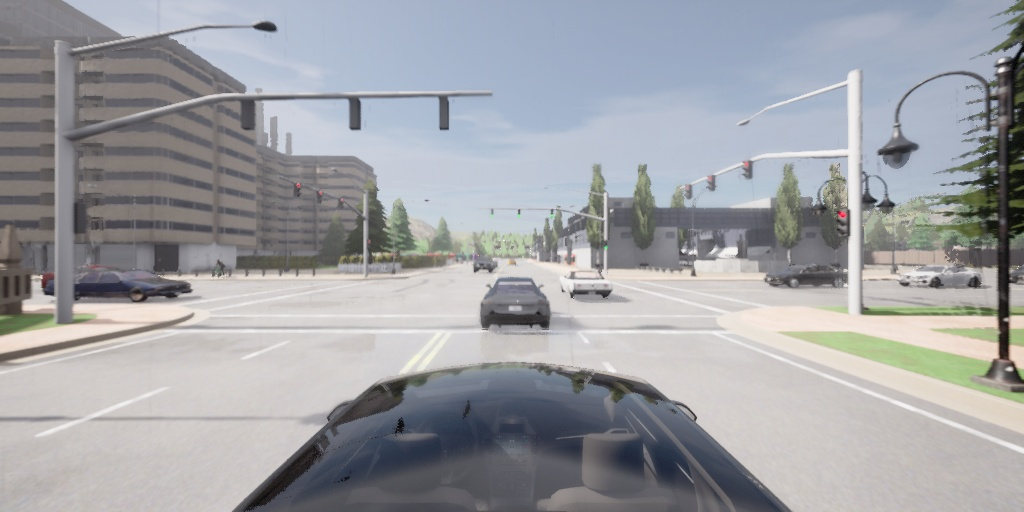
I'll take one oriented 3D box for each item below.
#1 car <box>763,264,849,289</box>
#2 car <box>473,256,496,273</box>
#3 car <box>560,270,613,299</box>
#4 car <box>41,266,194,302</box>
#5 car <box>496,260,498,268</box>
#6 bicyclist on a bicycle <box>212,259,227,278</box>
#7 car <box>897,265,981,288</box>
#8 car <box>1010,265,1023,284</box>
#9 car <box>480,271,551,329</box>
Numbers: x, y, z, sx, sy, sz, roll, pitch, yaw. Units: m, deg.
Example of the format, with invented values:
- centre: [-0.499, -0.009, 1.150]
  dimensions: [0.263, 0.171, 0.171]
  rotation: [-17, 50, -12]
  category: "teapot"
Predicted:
- centre: [19.089, 1.295, 23.345]
  dimensions: [4.892, 1.490, 1.837]
  rotation: [0, 0, -1]
  category: "car"
- centre: [-3.583, 1.051, 45.182]
  dimensions: [2.150, 2.045, 5.566]
  rotation: [0, 0, 1]
  category: "car"
- centre: [3.601, 1.381, 18.340]
  dimensions: [1.895, 1.301, 4.718]
  rotation: [0, 0, 0]
  category: "car"
- centre: [-17.965, 1.324, 16.472]
  dimensions: [5.357, 1.411, 2.033]
  rotation: [0, 0, 0]
  category: "car"
- centre: [-3.561, 1.412, 55.153]
  dimensions: [1.994, 1.385, 4.181]
  rotation: [0, 0, 0]
  category: "car"
- centre: [-25.246, 1.105, 30.961]
  dimensions: [0.582, 1.620, 1.656]
  rotation: [0, 0, 0]
  category: "bicyclist on a bicycle"
- centre: [28.311, 1.317, 23.786]
  dimensions: [4.674, 1.442, 1.812]
  rotation: [0, 0, -6]
  category: "car"
- centre: [38.349, 1.301, 26.024]
  dimensions: [4.892, 1.490, 1.837]
  rotation: [0, 0, -20]
  category: "car"
- centre: [0.093, 1.332, 11.313]
  dimensions: [1.994, 1.385, 4.181]
  rotation: [0, 0, 0]
  category: "car"
